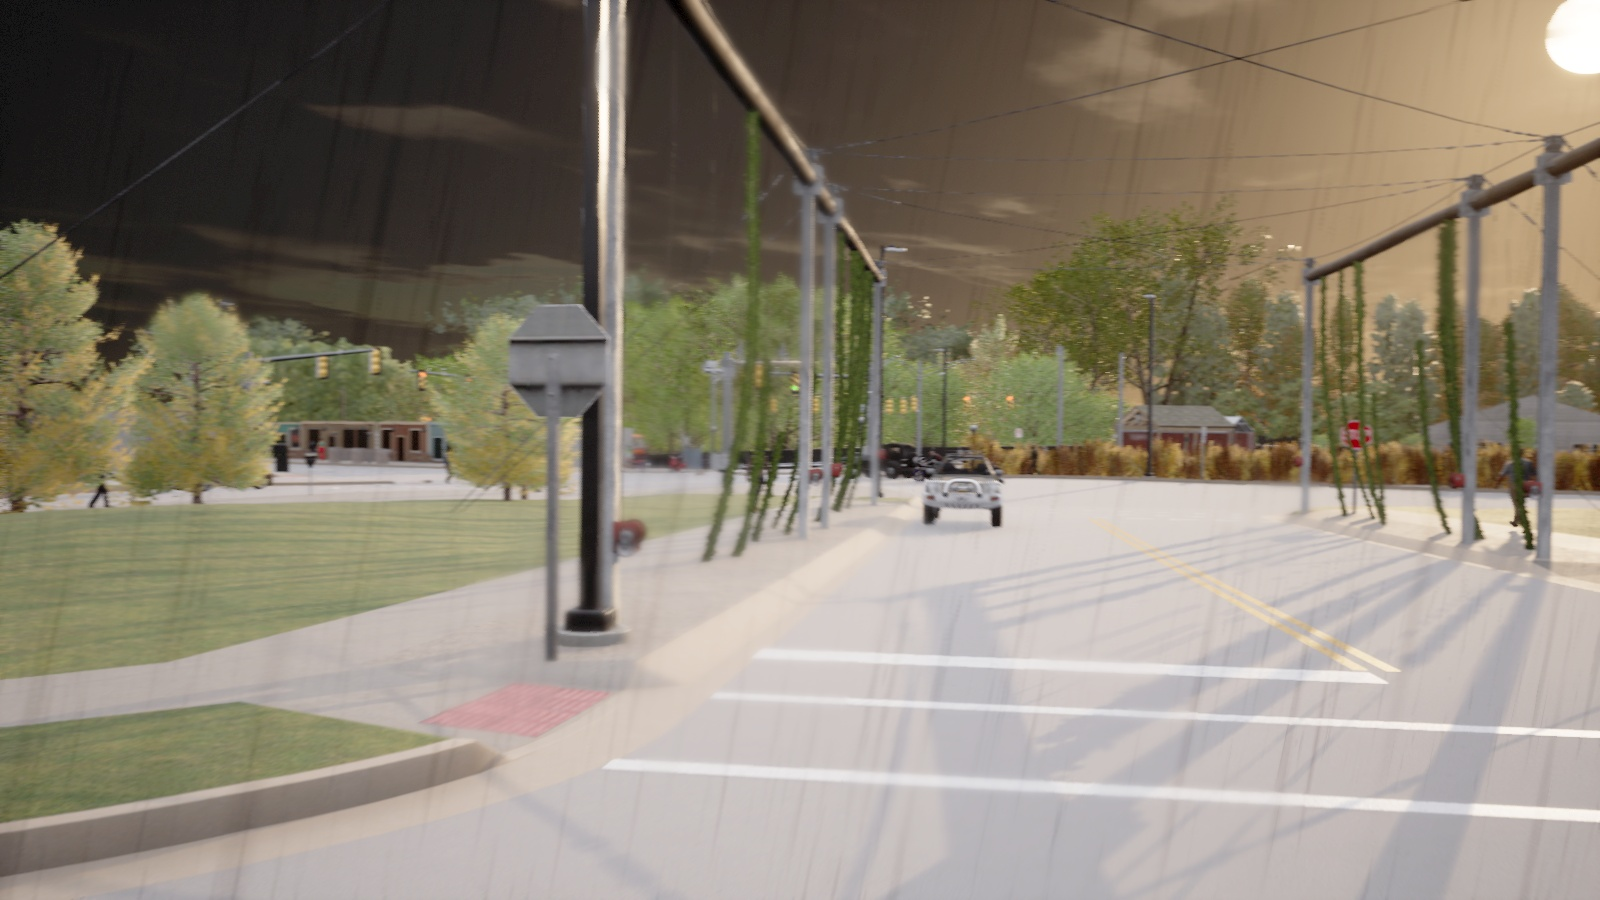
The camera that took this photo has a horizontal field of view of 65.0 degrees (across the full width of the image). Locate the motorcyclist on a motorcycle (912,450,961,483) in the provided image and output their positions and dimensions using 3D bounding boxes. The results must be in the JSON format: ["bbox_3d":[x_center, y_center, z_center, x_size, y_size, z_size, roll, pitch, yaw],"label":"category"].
[{"bbox_3d":[6.567,0.789,60.551,2.191,1.530,0.866,-1,0,31],"label":"motorcyclist on a motorcycle"}]

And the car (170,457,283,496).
[{"bbox_3d":[-23.570,1.044,51.747,1.970,1.475,3.806,0,1,30],"label":"car"}]

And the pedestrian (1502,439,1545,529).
[{"bbox_3d":[15.218,0.698,26.438,0.540,1.848,0.694,0,1,9],"label":"pedestrian"}]

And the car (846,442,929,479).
[{"bbox_3d":[4.601,0.547,66.267,3.866,1.878,1.905,-1,0,35],"label":"car"}]

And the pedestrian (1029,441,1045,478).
[{"bbox_3d":[12.699,0.498,67.339,0.692,1.930,0.395,1,2,39],"label":"pedestrian"}]

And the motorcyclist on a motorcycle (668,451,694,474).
[{"bbox_3d":[-8.147,0.868,85.993,0.866,1.590,1.817,0,-1,32],"label":"motorcyclist on a motorcycle"}]

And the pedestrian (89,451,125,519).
[{"bbox_3d":[-20.239,1.015,36.686,0.423,1.949,0.788,1,2,33],"label":"pedestrian"}]

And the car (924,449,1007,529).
[{"bbox_3d":[4.260,0.920,31.909,1.932,1.855,4.605,0,0,9],"label":"car"}]
